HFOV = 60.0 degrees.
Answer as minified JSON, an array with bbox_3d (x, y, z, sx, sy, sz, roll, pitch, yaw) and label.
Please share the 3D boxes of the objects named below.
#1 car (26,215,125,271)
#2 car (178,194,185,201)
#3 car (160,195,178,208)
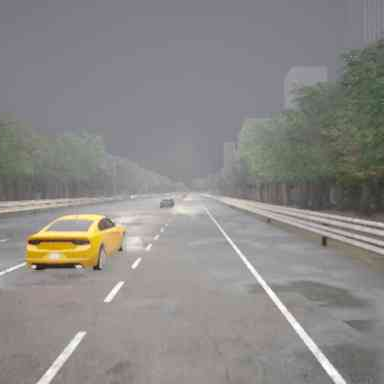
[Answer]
[{"bbox_3d":[-3.499,1.476,10.941,1.882,1.535,5.008,0,0,0],"label":"car"},{"bbox_3d":[-3.506,1.448,87.746,1.882,1.535,5.008,0,0,0],"label":"car"},{"bbox_3d":[-3.502,1.464,48.069,2.128,1.511,4.902,0,0,0],"label":"car"}]
